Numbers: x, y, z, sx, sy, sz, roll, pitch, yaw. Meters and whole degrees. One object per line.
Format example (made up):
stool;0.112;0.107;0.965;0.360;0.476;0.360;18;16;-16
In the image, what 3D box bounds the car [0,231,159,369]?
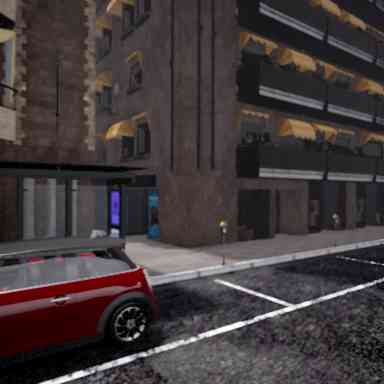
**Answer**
car;-2.615;1.441;4.695;4.097;1.590;1.967;0;0;-35
